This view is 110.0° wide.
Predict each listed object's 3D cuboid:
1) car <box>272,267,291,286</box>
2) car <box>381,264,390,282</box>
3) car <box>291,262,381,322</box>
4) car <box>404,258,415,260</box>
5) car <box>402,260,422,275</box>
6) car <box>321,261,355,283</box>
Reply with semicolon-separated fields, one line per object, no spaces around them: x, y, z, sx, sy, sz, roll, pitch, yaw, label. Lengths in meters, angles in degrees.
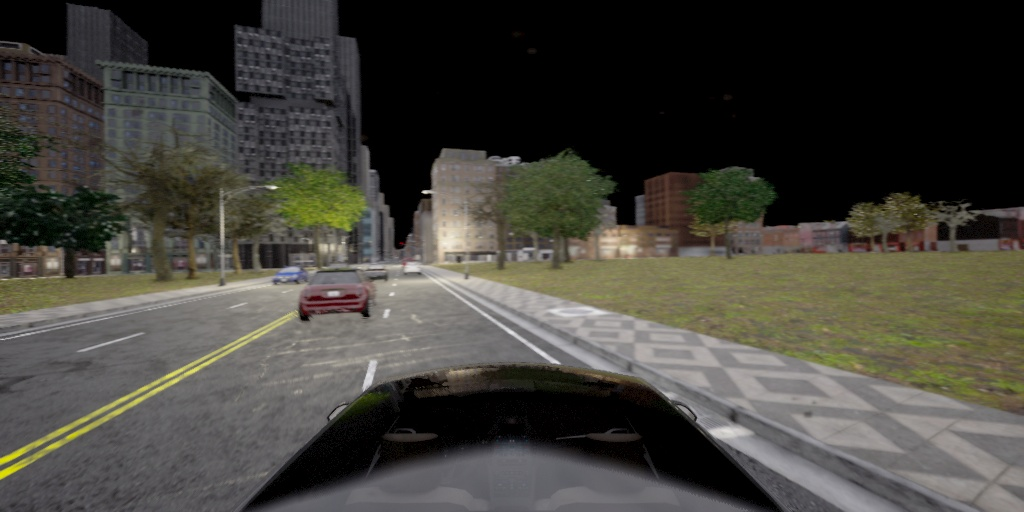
-18.333;1.619;29.958;1.812;1.442;4.674;-1;0;-17;car
-11.724;1.462;31.223;2.128;1.511;4.902;-1;0;-17;car
-6.225;1.214;13.290;2.097;1.767;4.553;-1;0;-17;car
-17.676;1.335;61.674;2.150;2.045;5.566;-1;0;-17;car
-12.050;1.511;43.366;1.812;1.442;4.674;-1;0;-17;car
-15.837;1.400;32.891;2.097;1.767;4.553;-1;0;-17;car
